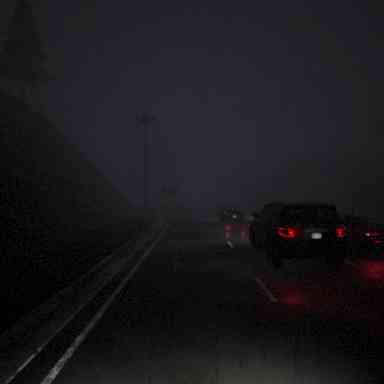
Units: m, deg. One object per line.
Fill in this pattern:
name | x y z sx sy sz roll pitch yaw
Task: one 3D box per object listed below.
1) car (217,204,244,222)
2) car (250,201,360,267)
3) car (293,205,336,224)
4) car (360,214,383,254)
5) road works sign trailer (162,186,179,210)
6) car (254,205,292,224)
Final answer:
car | 3.275 1.795 28.786 1.812 1.442 4.674 0 0 -3
car | 3.533 1.337 12.037 2.150 2.045 5.566 0 0 0
car | 10.296 1.830 28.314 1.994 1.385 4.181 0 0 -3
car | 7.052 1.656 13.874 1.812 1.442 4.674 0 0 1
road works sign trailer | -3.389 0.941 50.931 2.380 3.560 2.880 0 -1 -16
car | 6.793 1.830 28.319 1.994 1.385 4.181 0 0 -3
